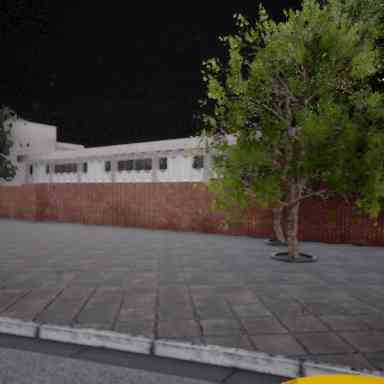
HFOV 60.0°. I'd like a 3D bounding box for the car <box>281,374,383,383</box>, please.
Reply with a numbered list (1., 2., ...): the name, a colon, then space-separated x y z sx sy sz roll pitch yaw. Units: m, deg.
1. car: 2.380 1.478 0.864 5.008 1.535 1.882 0 0 24
